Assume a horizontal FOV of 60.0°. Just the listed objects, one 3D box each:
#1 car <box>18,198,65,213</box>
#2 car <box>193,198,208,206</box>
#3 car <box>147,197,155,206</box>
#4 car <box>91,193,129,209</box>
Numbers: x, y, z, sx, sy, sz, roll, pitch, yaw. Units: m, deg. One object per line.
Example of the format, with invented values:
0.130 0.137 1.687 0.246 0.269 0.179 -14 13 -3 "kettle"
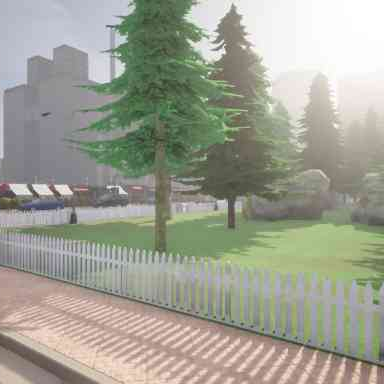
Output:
-16.738 1.478 37.172 1.882 1.535 5.008 0 0 34 "car"
2.158 1.601 52.302 1.895 1.301 4.718 0 0 34 "car"
-5.305 1.352 54.038 2.097 1.767 4.553 0 0 34 "car"
-11.092 1.221 45.533 2.150 2.045 5.566 0 0 34 "car"
